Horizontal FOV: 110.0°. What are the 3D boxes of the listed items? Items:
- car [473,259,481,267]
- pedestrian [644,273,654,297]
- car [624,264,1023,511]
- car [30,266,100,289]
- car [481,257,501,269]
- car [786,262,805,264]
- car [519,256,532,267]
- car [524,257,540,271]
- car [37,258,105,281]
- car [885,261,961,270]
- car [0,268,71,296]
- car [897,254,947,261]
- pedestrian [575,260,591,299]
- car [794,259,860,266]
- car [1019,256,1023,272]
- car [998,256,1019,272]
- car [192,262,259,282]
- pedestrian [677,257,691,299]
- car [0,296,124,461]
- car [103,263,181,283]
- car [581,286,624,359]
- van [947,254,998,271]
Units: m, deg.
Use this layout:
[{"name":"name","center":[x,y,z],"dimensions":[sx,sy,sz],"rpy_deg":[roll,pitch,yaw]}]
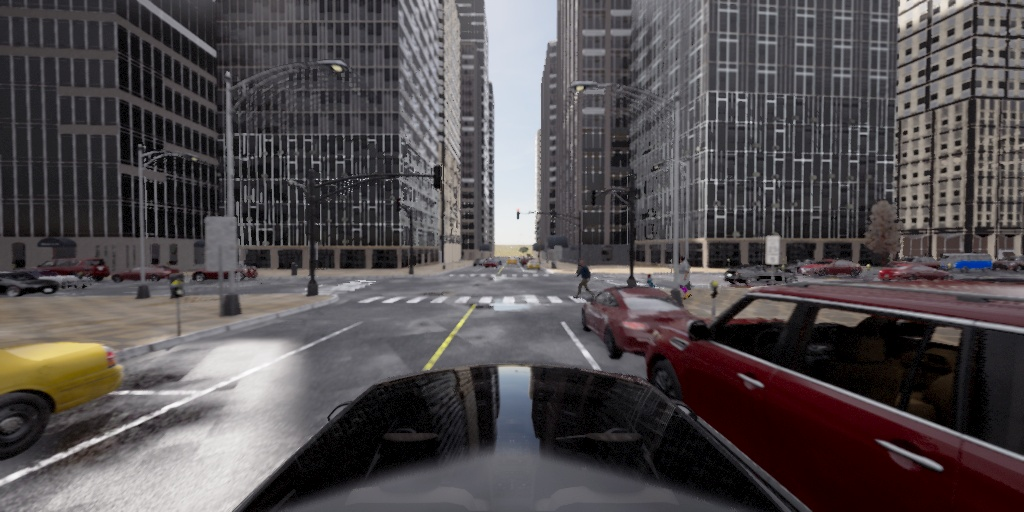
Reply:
[{"name":"car","center":[-5.816,1.163,63.285],"dimensions":[1.948,1.339,4.313],"rpy_deg":[0,0,0]},{"name":"pedestrian","center":[5.701,1.242,14.666],"dimensions":[0.500,1.100,0.500],"rpy_deg":[-1,1,0]},{"name":"car","center":[2.692,1.063,2.489],"dimensions":[2.192,1.841,5.009],"rpy_deg":[0,0,0]},{"name":"car","center":[-28.850,1.498,21.848],"dimensions":[4.718,1.301,1.895],"rpy_deg":[0,1,-5]},{"name":"car","center":[-3.050,1.228,53.060],"dimensions":[1.895,1.301,4.718],"rpy_deg":[0,0,0]},{"name":"car","center":[16.134,1.249,23.404],"dimensions":[4.313,1.339,1.948],"rpy_deg":[0,0,-5]},{"name":"car","center":[2.742,0.913,62.734],"dimensions":[2.192,1.841,5.009],"rpy_deg":[0,0,0]},{"name":"car","center":[2.830,1.167,47.652],"dimensions":[1.751,1.417,4.829],"rpy_deg":[0,0,0]},{"name":"car","center":[-33.816,1.108,27.219],"dimensions":[5.009,1.841,2.192],"rpy_deg":[0,0,-5]},{"name":"car","center":[27.388,1.197,24.442],"dimensions":[4.207,1.307,1.802],"rpy_deg":[0,0,-5]},{"name":"car","center":[-27.484,1.514,19.383],"dimensions":[4.313,1.339,1.948],"rpy_deg":[0,0,-5]},{"name":"car","center":[37.709,0.799,33.808],"dimensions":[4.097,1.591,1.967],"rpy_deg":[0,0,-5]},{"name":"pedestrian","center":[3.146,1.012,15.862],"dimensions":[0.375,1.860,0.375],"rpy_deg":[-1,1,0]},{"name":"car","center":[26.775,1.012,30.181],"dimensions":[4.674,1.442,1.812],"rpy_deg":[0,1,-5]},{"name":"car","center":[49.276,0.700,32.163],"dimensions":[4.553,1.767,2.097],"rpy_deg":[-1,1,-5]},{"name":"car","center":[48.971,0.730,34.846],"dimensions":[4.097,1.591,1.967],"rpy_deg":[0,0,-5]},{"name":"car","center":[-22.566,1.166,28.262],"dimensions":[4.097,1.591,1.967],"rpy_deg":[0,0,-5]},{"name":"pedestrian","center":[7.305,0.877,15.260],"dimensions":[0.375,1.860,0.375],"rpy_deg":[-1,1,0]},{"name":"car","center":[-5.690,1.274,2.321],"dimensions":[1.751,1.417,4.829],"rpy_deg":[0,0,0]},{"name":"car","center":[-28.191,1.342,27.741],"dimensions":[4.207,1.307,1.802],"rpy_deg":[0,0,-5]},{"name":"car","center":[2.693,1.318,8.114],"dimensions":[1.802,1.307,4.207],"rpy_deg":[0,0,0]},{"name":"van","center":[43.340,0.666,34.327],"dimensions":[3.998,1.789,1.690],"rpy_deg":[0,0,-5]}]
